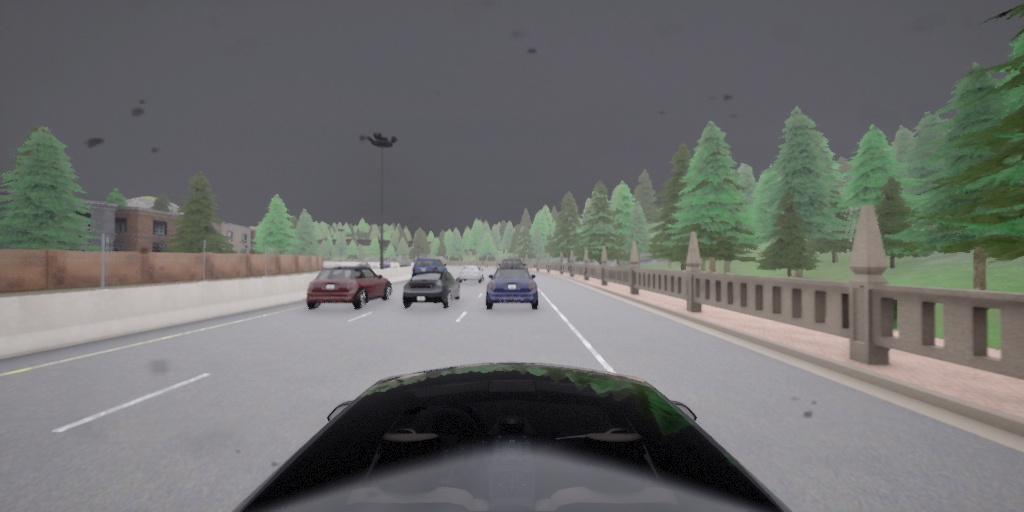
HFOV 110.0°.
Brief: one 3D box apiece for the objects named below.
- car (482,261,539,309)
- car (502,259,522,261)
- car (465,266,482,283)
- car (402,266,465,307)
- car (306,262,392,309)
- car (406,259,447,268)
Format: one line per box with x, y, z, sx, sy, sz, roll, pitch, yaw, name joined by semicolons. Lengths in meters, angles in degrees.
0.004;1.234;15.938;2.097;1.767;4.553;0;-1;0;car
0.003;1.242;30.877;2.150;2.045;5.566;0;0;0;car
-3.501;1.555;31.242;1.812;1.442;4.674;0;0;0;car
-3.494;1.395;16.182;1.837;1.490;4.892;0;0;0;car
-6.996;1.235;15.939;2.097;1.767;4.553;0;-1;0;car
-6.997;1.242;30.879;2.150;2.045;5.566;0;0;0;car
